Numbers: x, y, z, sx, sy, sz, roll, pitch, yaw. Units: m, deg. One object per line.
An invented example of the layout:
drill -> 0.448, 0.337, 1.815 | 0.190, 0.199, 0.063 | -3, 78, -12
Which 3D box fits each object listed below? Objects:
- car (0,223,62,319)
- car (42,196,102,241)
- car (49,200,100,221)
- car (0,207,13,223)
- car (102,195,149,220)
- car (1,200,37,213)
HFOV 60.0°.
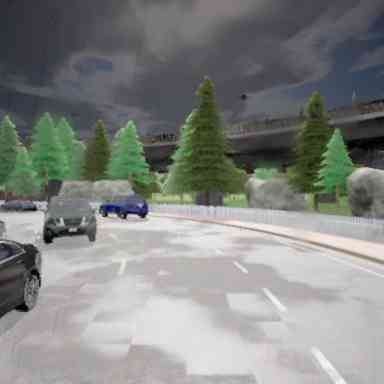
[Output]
car -> -3.887, 1.499, 4.940 | 2.128, 1.511, 4.902 | 0, 0, -3
car -> -6.104, 1.240, 16.459 | 2.150, 2.045, 5.566 | 0, 0, -24
car -> -10.015, 1.523, 28.199 | 4.902, 1.511, 2.128 | 0, 0, 45
car -> -8.348, 1.521, 12.442 | 1.837, 1.490, 4.892 | 0, 0, -17
car -> -5.995, 1.254, 29.088 | 2.150, 2.045, 5.566 | 0, 0, -42
car -> -19.962, 1.607, 38.281 | 4.181, 1.385, 1.994 | 0, 0, 20
